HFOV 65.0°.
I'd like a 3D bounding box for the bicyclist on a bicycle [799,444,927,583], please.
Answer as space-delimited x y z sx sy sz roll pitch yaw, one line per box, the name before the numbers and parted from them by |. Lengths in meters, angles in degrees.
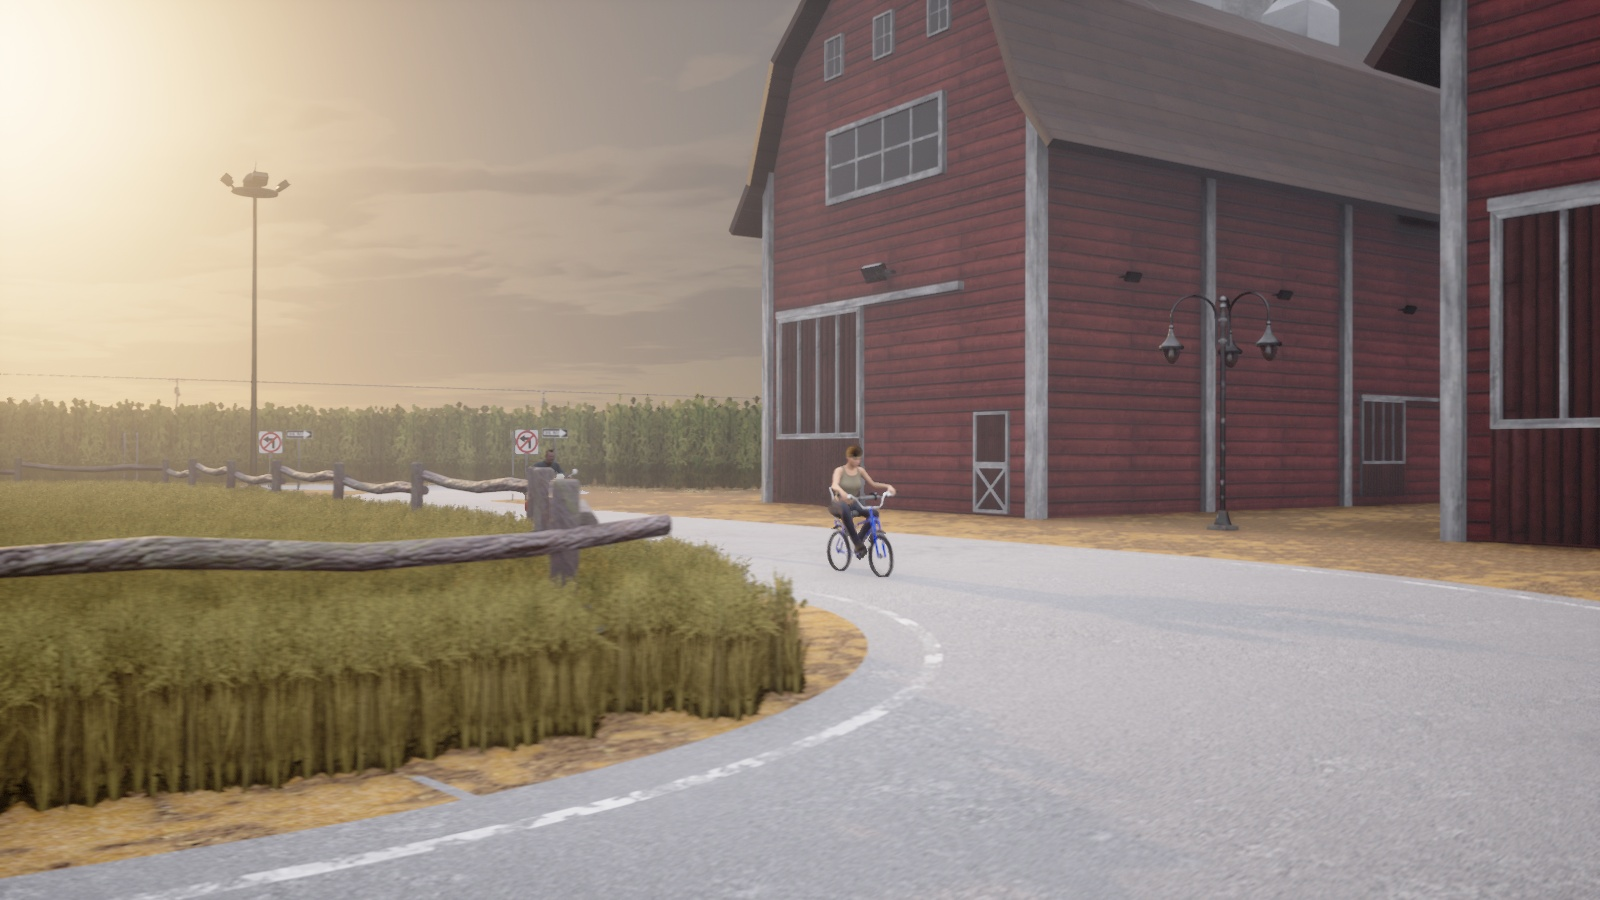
bicyclist on a bicycle | 0.760 0.743 15.557 0.866 1.612 1.509 -2 1 -30
